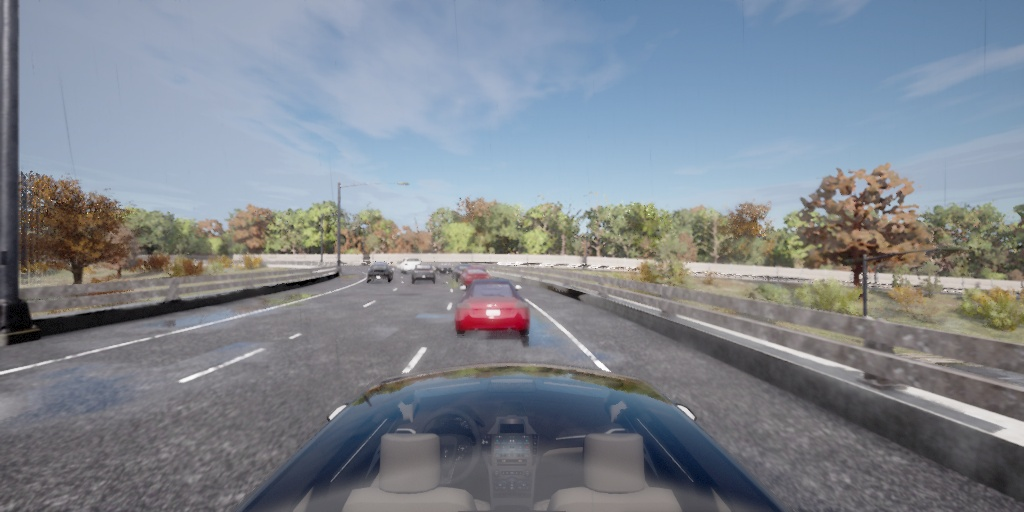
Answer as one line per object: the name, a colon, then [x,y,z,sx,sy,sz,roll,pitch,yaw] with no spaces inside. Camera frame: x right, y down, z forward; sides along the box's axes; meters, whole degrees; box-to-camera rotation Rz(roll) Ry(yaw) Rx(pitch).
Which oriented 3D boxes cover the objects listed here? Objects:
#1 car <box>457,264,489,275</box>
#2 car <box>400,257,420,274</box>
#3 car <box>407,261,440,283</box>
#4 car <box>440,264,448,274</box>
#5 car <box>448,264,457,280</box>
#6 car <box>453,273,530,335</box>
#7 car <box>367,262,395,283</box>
car: [-2.428,1.410,23.493,1.812,1.442,4.674,0,0,-11]
car: [-12.967,1.239,45.803,2.150,2.045,5.566,0,-2,-23]
car: [-7.436,1.419,30.091,2.128,1.511,4.902,0,0,-14]
car: [-8.310,1.612,43.661,1.895,1.301,4.718,0,0,-22]
car: [-4.289,1.462,31.811,1.812,1.442,4.674,0,0,-15]
car: [-0.631,1.370,10.797,1.994,1.385,4.181,0,0,-5]
car: [-11.299,1.442,30.877,1.837,1.490,4.892,0,0,-16]
